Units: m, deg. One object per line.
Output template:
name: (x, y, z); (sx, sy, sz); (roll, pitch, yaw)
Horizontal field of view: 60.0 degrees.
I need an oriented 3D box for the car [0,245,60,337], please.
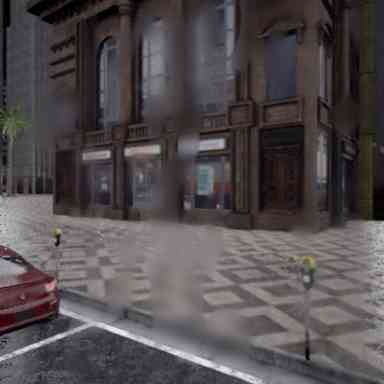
car: (-4.002, 1.559, 5.821); (4.206, 1.307, 1.802); (0, 0, 36)
